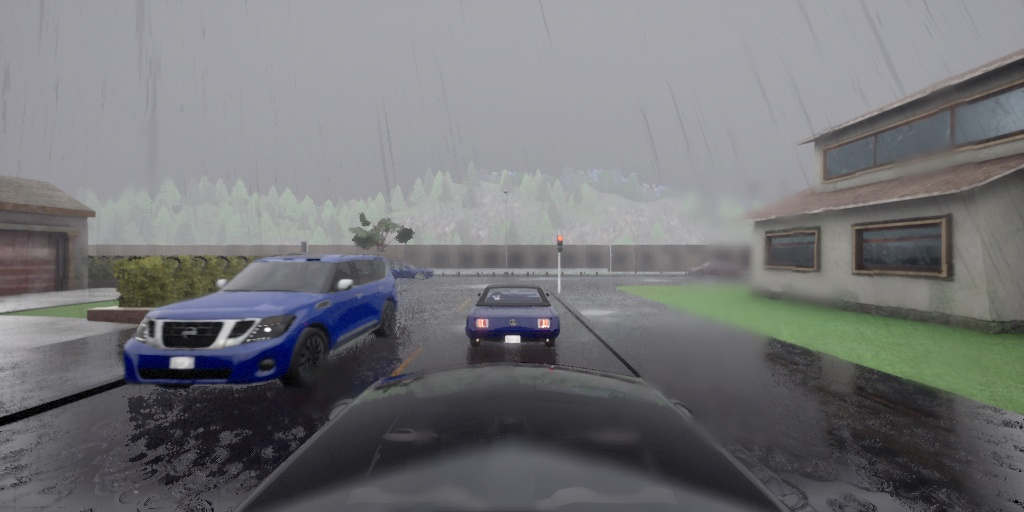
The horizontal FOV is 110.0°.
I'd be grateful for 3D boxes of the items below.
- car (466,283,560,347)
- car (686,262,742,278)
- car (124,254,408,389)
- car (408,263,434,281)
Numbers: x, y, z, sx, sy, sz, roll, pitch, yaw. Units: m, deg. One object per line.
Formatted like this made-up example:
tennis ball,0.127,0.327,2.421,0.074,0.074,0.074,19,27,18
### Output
car,0.041,1.350,9.273,1.895,1.301,4.718,0,0,1
car,18.529,1.271,32.999,4.674,1.442,1.812,0,0,-1
car,-4.057,0.970,7.205,2.150,2.045,5.566,0,0,1
car,-8.804,1.223,28.785,5.008,1.535,1.882,0,0,0
